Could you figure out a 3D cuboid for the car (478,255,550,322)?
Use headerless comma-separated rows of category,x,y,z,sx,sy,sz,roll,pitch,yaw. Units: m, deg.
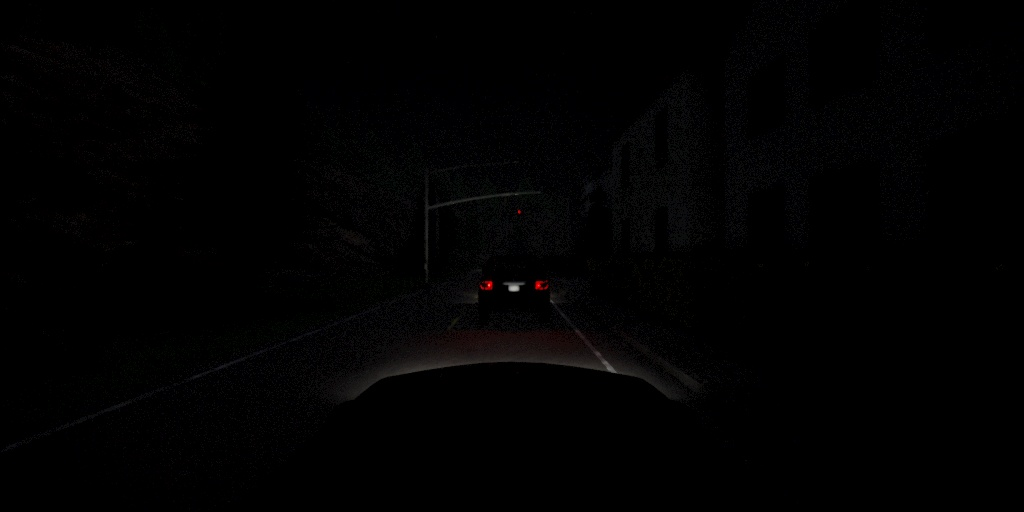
car,0.070,0.997,12.600,2.150,2.045,5.566,0,0,0

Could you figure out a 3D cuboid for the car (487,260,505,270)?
car,-2.618,1.388,59.196,1.837,1.490,4.892,0,0,12
